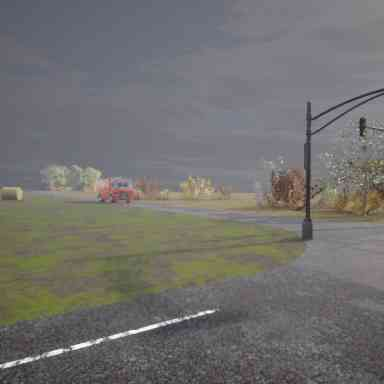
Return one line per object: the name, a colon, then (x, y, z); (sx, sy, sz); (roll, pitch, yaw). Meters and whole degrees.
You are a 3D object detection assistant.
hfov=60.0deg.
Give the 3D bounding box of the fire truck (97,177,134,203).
fire truck: (-11.714, -0.354, 50.084); (2.891, 3.827, 8.468); (1, 0, -32)
